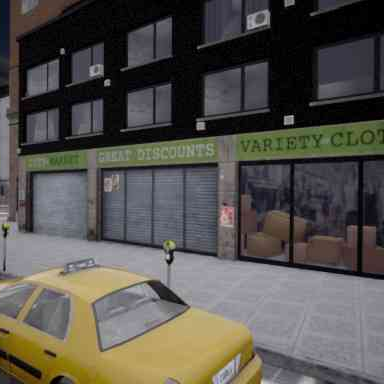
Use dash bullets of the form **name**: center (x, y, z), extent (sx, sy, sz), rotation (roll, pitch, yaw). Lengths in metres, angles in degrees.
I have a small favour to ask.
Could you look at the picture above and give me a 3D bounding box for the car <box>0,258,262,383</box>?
- **car**: center (-1.579, 1.524, 4.217), extent (4.829, 1.417, 1.752), rotation (0, 1, 35)
